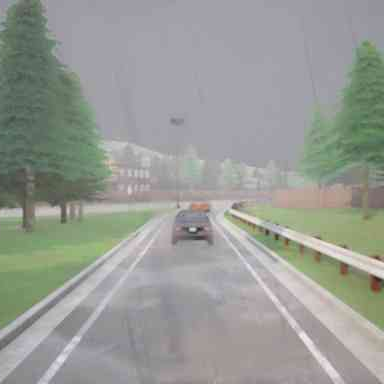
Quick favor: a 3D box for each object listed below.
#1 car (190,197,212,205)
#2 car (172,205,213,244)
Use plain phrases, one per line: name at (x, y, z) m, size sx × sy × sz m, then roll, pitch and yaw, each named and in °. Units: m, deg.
car at (1.042, 1.364, 37.014) m, size 2.097 × 1.767 × 4.553 m, roll 0°, pitch 0°, yaw 9°
car at (-0.001, 1.554, 15.830) m, size 2.033 × 1.411 × 5.357 m, roll 0°, pitch 0°, yaw -1°
